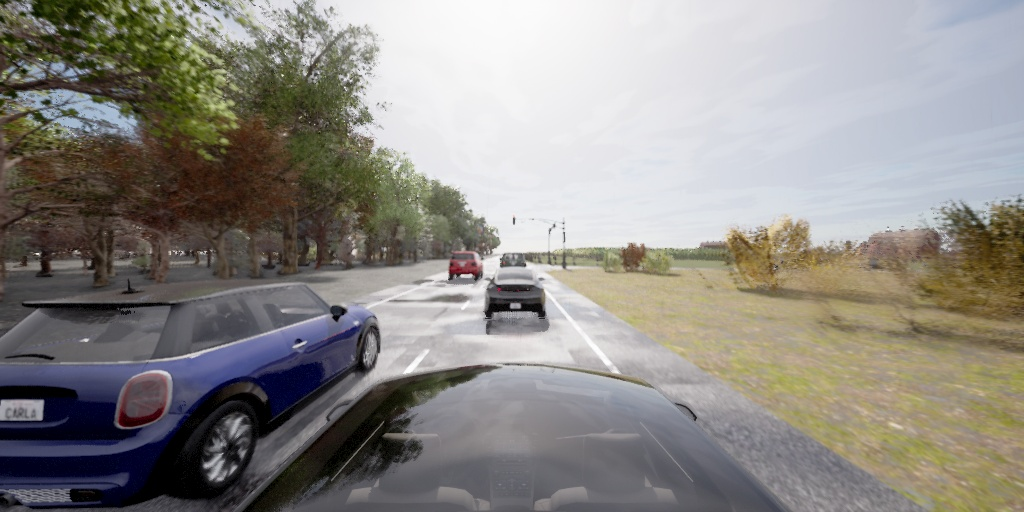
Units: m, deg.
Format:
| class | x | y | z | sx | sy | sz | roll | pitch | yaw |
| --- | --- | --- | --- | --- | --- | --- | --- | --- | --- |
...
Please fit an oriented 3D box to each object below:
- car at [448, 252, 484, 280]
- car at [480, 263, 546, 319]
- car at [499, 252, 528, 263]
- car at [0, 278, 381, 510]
| class | x | y | z | sx | sy | sz | roll | pitch | yaw |
| --- | --- | --- | --- | --- | --- | --- | --- | --- | --- |
| car | -3.407 | 0.685 | 27.222 | 2.150 | 2.045 | 5.566 | 0 | 1 | 0 |
| car | 0.097 | 1.135 | 12.307 | 1.837 | 1.490 | 4.892 | 0 | 0 | 0 |
| car | 0.095 | 0.662 | 29.328 | 2.150 | 2.045 | 5.566 | 0 | 1 | 0 |
| car | -3.402 | 1.069 | 4.612 | 2.097 | 1.767 | 4.553 | 0 | 1 | 0 |
